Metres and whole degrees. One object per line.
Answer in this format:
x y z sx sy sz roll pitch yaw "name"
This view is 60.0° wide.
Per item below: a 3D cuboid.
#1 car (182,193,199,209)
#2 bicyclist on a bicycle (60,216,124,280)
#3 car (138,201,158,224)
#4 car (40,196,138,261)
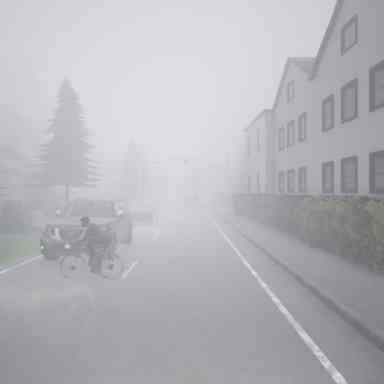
-0.168 1.221 46.875 2.150 2.045 5.566 0 0 -3 "car"
-2.563 1.453 8.500 1.656 1.620 0.582 -1 0 0 "bicyclist on a bicycle"
-3.665 1.478 24.896 1.882 1.535 5.008 0 0 0 "car"
-3.663 1.215 12.653 2.150 2.045 5.566 0 1 -1 "car"
